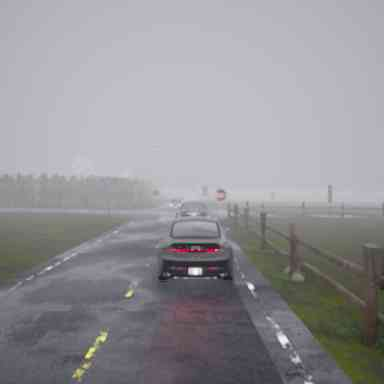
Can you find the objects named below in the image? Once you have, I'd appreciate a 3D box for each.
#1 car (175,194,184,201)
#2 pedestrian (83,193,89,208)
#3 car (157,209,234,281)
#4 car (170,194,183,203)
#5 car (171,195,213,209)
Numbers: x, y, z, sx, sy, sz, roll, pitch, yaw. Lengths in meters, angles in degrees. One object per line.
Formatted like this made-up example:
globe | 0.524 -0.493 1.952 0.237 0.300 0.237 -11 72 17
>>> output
car | -2.755 1.137 74.383 1.882 1.535 5.008 0 0 0
pedestrian | -12.172 0.961 38.183 0.375 1.860 0.375 0 -1 0
car | 0.098 1.461 9.673 1.837 1.490 4.892 0 0 1
car | -2.804 1.207 58.952 1.882 1.535 5.008 0 0 0
car | 0.151 1.262 19.573 2.097 1.767 4.553 0 0 2
